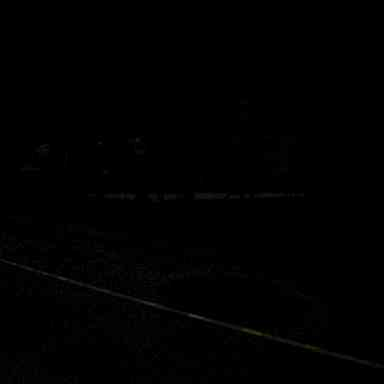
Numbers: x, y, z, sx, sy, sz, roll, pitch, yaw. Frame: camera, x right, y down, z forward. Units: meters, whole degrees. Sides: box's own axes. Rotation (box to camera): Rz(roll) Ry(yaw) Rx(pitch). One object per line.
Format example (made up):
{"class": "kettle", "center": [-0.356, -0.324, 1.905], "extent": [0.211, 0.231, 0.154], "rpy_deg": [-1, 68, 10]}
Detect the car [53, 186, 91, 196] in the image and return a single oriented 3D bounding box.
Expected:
{"class": "car", "center": [-16.045, -0.105, 43.892], "extent": [2.033, 1.411, 5.357], "rpy_deg": [4, 2, 37]}

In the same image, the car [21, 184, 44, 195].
{"class": "car", "center": [-20.159, -0.350, 44.268], "extent": [2.128, 1.511, 4.902], "rpy_deg": [4, 2, 37]}
